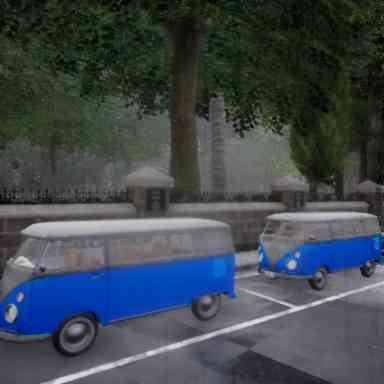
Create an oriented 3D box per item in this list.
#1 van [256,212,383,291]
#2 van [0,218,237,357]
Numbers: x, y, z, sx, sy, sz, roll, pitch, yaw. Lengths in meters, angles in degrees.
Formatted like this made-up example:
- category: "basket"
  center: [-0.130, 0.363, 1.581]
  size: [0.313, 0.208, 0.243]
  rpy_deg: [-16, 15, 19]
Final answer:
- category: "van"
  center: [3.543, 1.448, 9.071]
  size: [3.998, 1.788, 1.690]
  rpy_deg: [1, -1, -36]
- category: "van"
  center: [-1.061, 1.372, 5.784]
  size: [3.998, 1.788, 1.690]
  rpy_deg: [1, -1, -36]
